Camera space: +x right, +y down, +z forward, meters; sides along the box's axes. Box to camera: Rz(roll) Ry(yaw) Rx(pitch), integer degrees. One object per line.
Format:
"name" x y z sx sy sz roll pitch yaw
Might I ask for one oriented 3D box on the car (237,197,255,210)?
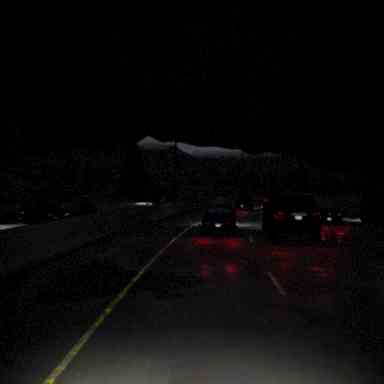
"car" 6.412 1.346 40.231 1.837 1.490 4.892 0 0 17

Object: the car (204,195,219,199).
"car" 3.892 1.235 63.349 2.128 1.511 4.902 0 0 25

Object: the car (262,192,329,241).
"car" 4.813 1.159 16.578 2.150 2.045 5.566 0 0 7

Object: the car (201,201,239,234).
"car" 1.585 1.450 18.662 1.812 1.442 4.674 0 0 7

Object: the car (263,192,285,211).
"car" 9.949 1.068 39.941 2.150 2.045 5.566 0 0 18

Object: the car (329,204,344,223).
"car" 9.639 1.514 24.487 1.895 1.301 4.718 0 0 11

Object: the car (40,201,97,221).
"car" -8.428 1.412 23.775 1.812 1.442 4.674 0 0 10

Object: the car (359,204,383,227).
"car" 12.676 1.476 21.820 2.033 1.411 5.357 0 0 10

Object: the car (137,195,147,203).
"car" -8.466 1.293 61.338 1.994 1.385 4.181 0 0 22

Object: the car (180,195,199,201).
"car" -0.322 1.285 62.646 2.033 1.411 5.357 0 0 24

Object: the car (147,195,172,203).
"car" -5.370 1.289 59.734 2.033 1.411 5.357 0 0 23

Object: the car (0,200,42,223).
"car" -11.837 1.355 24.604 1.882 1.535 5.008 0 0 10
